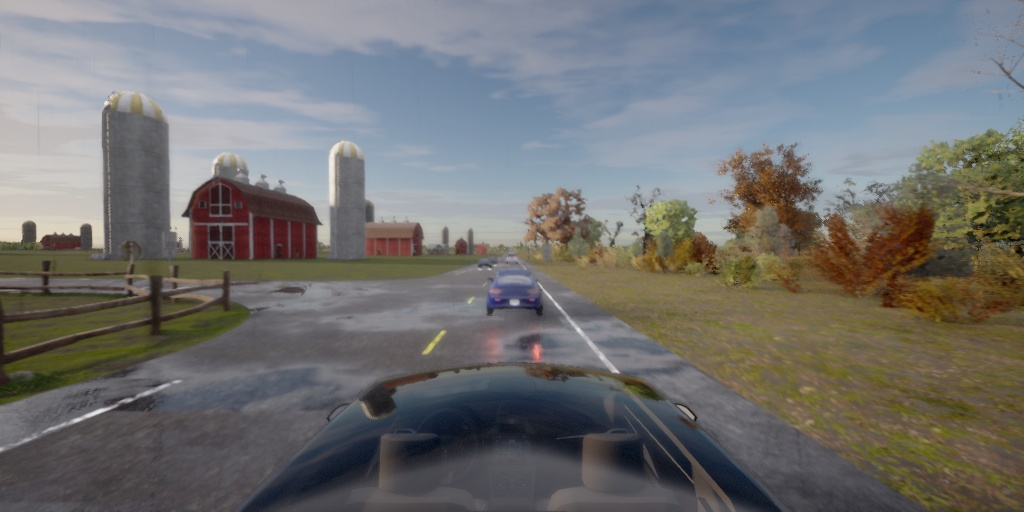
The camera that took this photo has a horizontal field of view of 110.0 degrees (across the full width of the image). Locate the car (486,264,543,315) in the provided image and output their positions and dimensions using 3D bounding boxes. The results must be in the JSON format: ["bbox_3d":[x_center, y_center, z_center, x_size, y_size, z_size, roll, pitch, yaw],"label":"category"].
[{"bbox_3d":[0.090,1.192,12.954,1.812,1.442,4.674,0,0,0],"label":"car"}]

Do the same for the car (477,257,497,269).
[{"bbox_3d":[-3.572,0.945,48.621,2.033,1.411,5.357,0,0,0],"label":"car"}]
